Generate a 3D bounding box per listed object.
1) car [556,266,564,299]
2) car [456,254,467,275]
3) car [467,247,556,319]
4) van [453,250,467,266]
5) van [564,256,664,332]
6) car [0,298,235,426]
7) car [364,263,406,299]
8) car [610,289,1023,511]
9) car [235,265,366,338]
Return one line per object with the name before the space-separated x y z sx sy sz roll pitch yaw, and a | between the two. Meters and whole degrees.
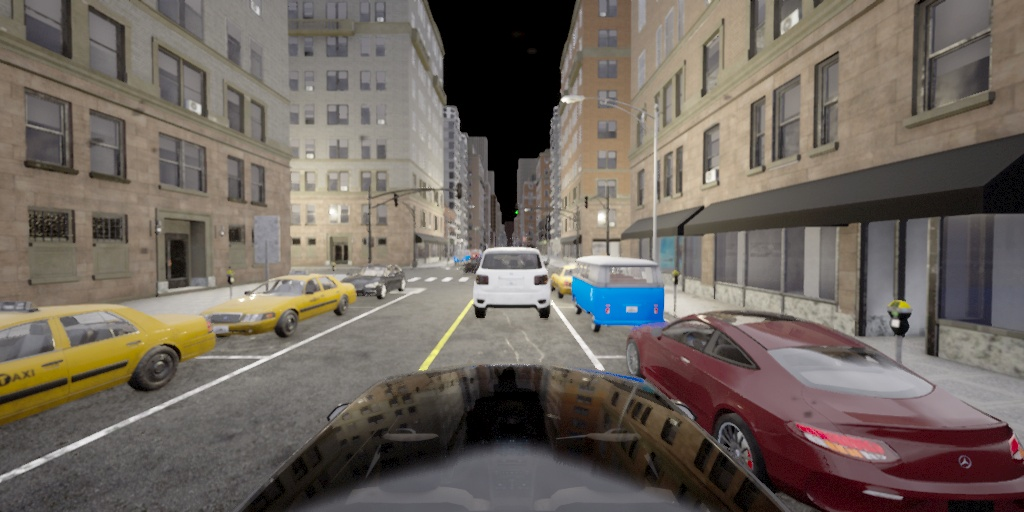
car | 2.655 0.970 15.672 1.751 1.417 4.829 0 0 0
car | -2.268 0.758 26.878 1.994 1.385 4.181 0 1 -32
car | 0.060 0.744 11.923 2.150 2.045 5.566 0 1 2
van | -5.899 0.180 42.664 1.690 1.789 3.998 0 0 0
van | 2.661 0.912 9.834 1.690 1.789 3.998 0 0 0
car | -5.858 1.223 3.971 1.751 1.417 4.829 0 0 0
car | -5.870 0.996 15.475 2.007 1.370 4.403 0 0 0
car | 2.667 1.278 4.165 1.802 1.307 4.207 0 0 0
car | -5.864 1.098 9.639 1.751 1.417 4.829 0 0 0
